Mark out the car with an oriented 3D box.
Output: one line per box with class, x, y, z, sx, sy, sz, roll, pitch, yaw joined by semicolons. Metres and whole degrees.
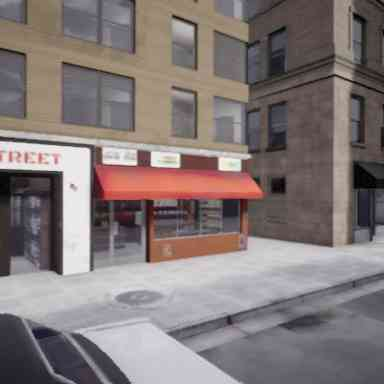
car;-1.893;1.597;1.721;4.718;1.301;1.895;0;0;-36
